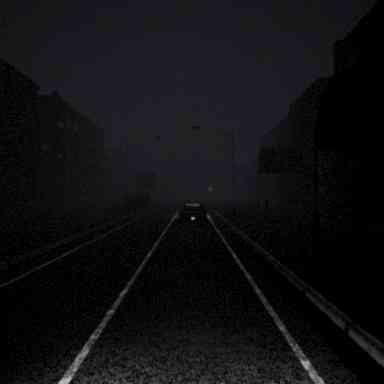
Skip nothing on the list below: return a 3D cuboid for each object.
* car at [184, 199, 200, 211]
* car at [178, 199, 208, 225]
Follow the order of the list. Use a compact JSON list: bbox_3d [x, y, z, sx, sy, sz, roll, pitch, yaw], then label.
[{"bbox_3d":[0.038,1.574,41.363,1.895,1.301,4.718,0,0,0],"label":"car"},{"bbox_3d":[0.065,1.452,23.452,2.128,1.511,4.902,0,0,0],"label":"car"}]
